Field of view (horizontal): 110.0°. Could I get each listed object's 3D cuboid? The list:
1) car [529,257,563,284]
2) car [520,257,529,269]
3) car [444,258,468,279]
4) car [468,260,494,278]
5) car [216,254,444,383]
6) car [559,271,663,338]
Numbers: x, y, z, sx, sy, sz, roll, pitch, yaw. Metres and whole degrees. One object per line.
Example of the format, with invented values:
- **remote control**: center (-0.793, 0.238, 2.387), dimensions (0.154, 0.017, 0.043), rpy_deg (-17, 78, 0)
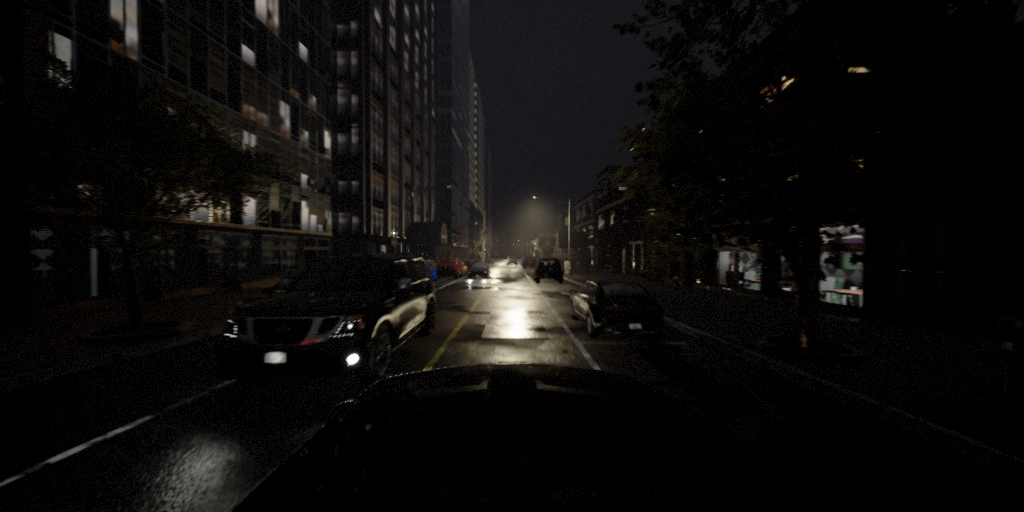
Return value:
- **car**: center (2.693, 1.060, 27.352), dimensions (2.192, 1.841, 5.009), rpy_deg (0, 0, 0)
- **car**: center (2.695, 1.057, 55.025), dimensions (2.192, 1.841, 5.009), rpy_deg (0, 0, 0)
- **car**: center (-5.687, 1.066, 32.897), dimensions (2.192, 1.841, 5.009), rpy_deg (0, 0, 0)
- **car**: center (-2.997, 1.327, 33.759), dimensions (2.033, 1.411, 5.357), rpy_deg (0, 0, 0)
- **car**: center (-3.084, 0.973, 7.449), dimensions (2.150, 2.045, 5.566), rpy_deg (0, 0, 0)
- **car**: center (2.703, 1.298, 10.013), dimensions (2.007, 1.370, 4.403), rpy_deg (0, 0, 0)
